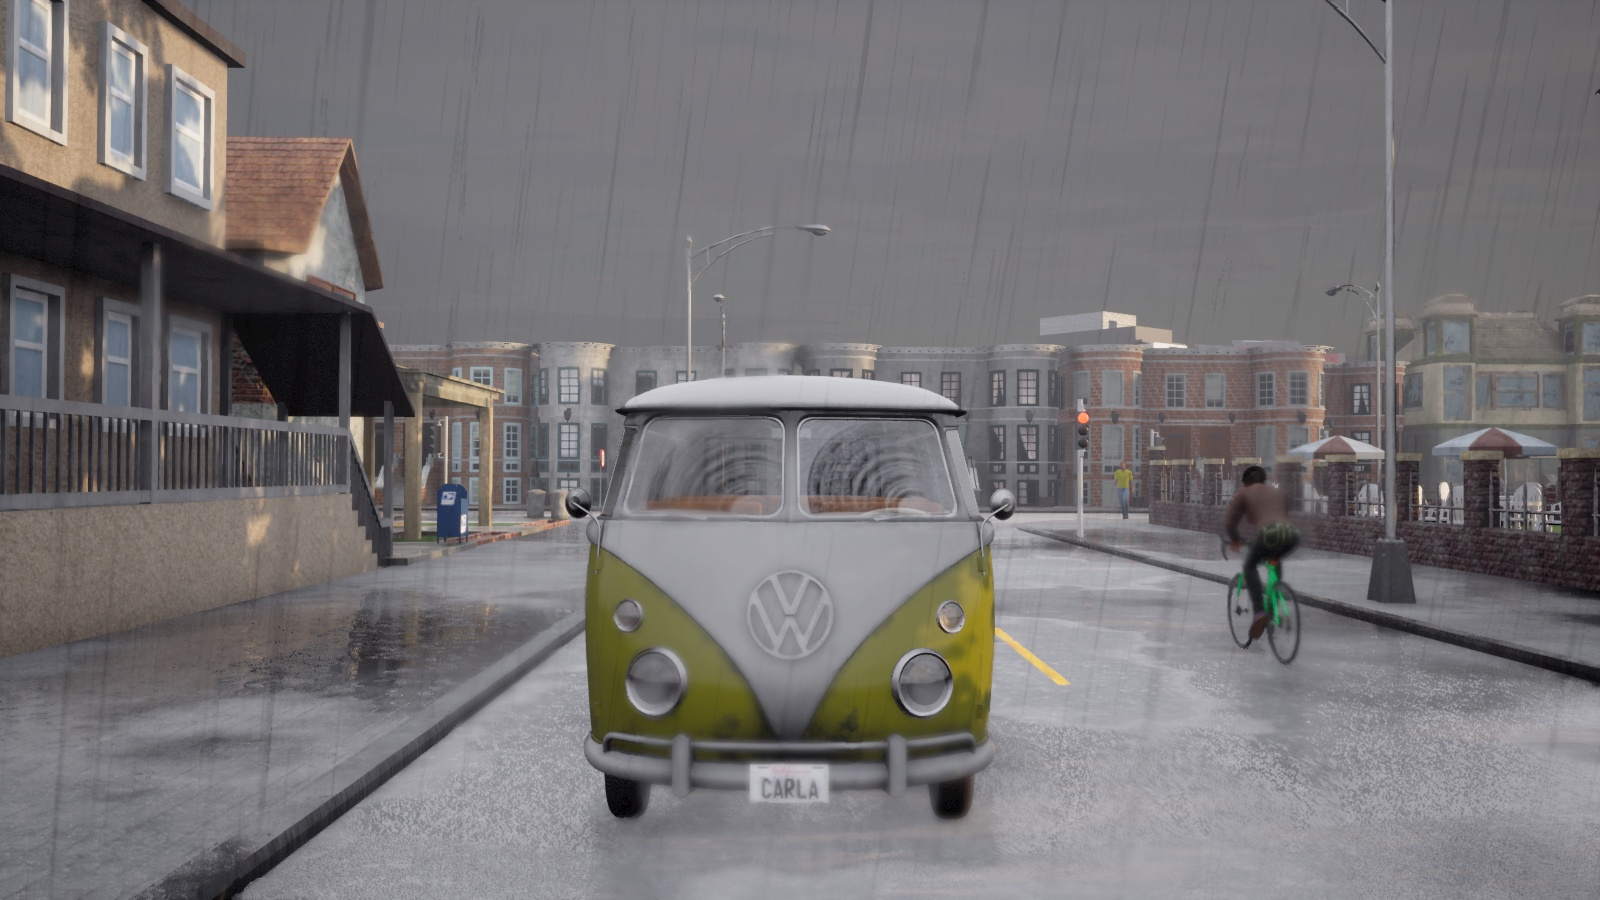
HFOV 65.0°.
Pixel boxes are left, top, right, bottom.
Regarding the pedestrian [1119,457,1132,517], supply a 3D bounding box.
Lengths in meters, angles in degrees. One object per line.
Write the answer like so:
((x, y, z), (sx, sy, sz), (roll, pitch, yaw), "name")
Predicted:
((10.089, 1.131, 38.933), (0.354, 1.836, 0.706), (0, -1, 15), "pedestrian")

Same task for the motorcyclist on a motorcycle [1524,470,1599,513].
((27.701, 1.504, 45.674), (2.191, 1.530, 0.866), (0, -1, 0), "motorcyclist on a motorcycle")

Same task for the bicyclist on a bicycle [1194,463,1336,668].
((3.938, 0.932, 10.764), (0.582, 1.620, 1.656), (0, -1, 0), "bicyclist on a bicycle")

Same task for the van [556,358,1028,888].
((-0.043, 0.684, 6.958), (1.775, 1.987, 4.442), (0, -1, 0), "van")
